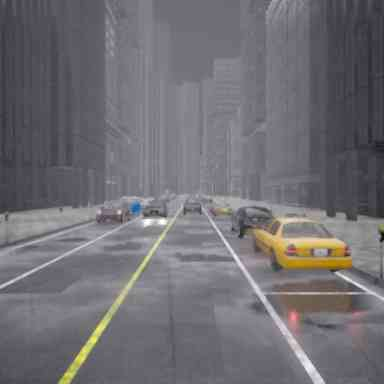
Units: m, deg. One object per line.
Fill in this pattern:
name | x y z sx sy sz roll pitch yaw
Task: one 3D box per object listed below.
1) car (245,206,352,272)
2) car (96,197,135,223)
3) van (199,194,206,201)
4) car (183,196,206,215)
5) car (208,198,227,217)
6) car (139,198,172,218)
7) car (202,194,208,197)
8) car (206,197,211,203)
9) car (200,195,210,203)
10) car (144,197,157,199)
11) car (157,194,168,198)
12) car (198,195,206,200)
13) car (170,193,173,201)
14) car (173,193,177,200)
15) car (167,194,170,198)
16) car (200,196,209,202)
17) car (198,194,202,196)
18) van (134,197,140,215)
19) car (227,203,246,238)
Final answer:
car | 3.149 1.447 10.700 1.801 1.575 5.366 0 0 0
car | -5.764 1.417 24.841 1.967 1.590 4.097 0 0 0
van | 2.755 1.315 86.550 1.690 1.788 3.998 0 0 0
car | 0.057 1.460 33.743 2.128 1.511 4.902 0 0 0
car | 2.760 1.497 30.629 1.752 1.417 4.829 0 0 0
car | -3.099 1.536 29.234 1.994 1.385 4.181 0 0 0
car | 2.758 1.518 58.503 2.008 1.369 4.403 0 0 0
car | 2.760 1.493 36.238 1.752 1.417 4.829 0 0 0
car | 2.757 1.408 69.722 1.967 1.590 4.097 0 0 0
car | -5.766 1.491 41.499 1.752 1.417 4.829 0 0 0
car | -5.767 1.533 58.497 1.947 1.339 4.313 0 0 0
car | 2.755 1.523 92.157 1.887 1.381 4.507 0 0 0
car | -5.768 1.283 69.716 2.192 1.841 5.009 0 0 0
car | -5.770 1.525 86.544 2.008 1.369 4.403 0 0 0
car | -5.768 1.408 64.107 1.967 1.590 4.097 0 0 0
car | 2.757 1.551 75.330 1.802 1.307 4.206 0 0 0
car | 0.041 1.318 48.401 2.097 1.767 4.553 0 0 1
van | -5.764 1.313 30.450 1.690 1.788 3.998 0 0 0
car | 3.144 1.487 17.510 1.837 1.490 4.892 0 0 0
